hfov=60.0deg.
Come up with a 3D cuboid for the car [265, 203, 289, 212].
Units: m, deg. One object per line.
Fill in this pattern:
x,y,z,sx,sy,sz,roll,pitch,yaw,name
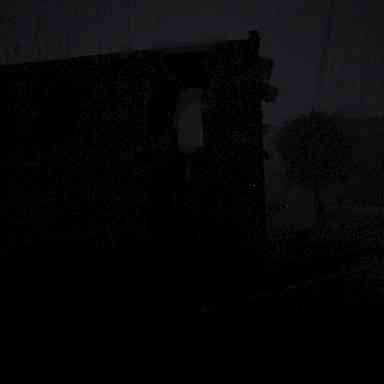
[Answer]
11.069,2.117,46.231,1.895,1.301,4.718,-4,0,-35,car
